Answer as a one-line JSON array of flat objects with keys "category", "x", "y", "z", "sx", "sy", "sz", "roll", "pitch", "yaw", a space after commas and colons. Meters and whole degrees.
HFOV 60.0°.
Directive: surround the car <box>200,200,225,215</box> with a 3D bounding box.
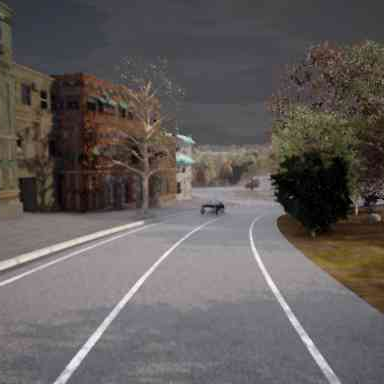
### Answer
[{"category": "car", "x": 2.247, "y": 1.603, "z": 35.164, "sx": 2.128, "sy": 1.511, "sz": 4.902, "roll": 2, "pitch": 0, "yaw": 17}]
